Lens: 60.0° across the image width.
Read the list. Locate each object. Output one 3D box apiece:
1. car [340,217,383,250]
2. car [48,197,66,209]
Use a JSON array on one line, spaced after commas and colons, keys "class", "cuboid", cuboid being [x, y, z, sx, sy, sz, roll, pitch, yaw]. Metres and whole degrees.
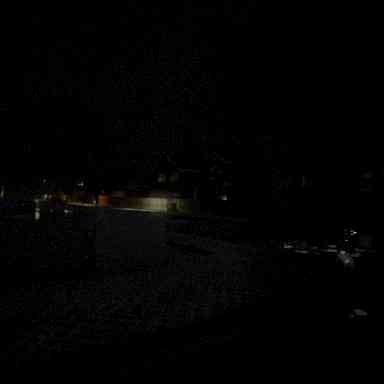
[{"class": "car", "cuboid": [8.518, 1.476, 12.960, 5.008, 1.535, 1.882, 0, 4, 21]}, {"class": "car", "cuboid": [-19.037, 1.507, 46.631, 1.837, 1.490, 4.892, 0, 0, -35]}]
